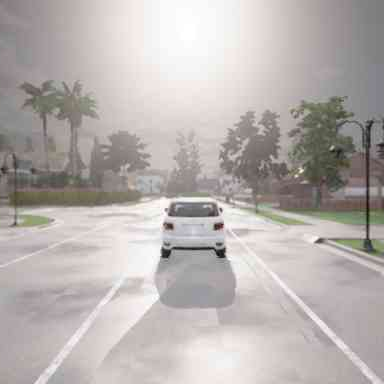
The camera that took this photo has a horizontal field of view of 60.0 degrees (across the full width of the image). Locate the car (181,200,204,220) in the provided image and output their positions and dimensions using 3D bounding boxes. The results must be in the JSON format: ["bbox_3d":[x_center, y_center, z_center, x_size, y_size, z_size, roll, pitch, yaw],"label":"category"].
[{"bbox_3d":[0.072,1.485,29.162,1.837,1.490,4.892,0,1,0],"label":"car"}]

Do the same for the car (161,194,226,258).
[{"bbox_3d":[0.065,1.214,12.938,2.150,2.045,5.566,0,0,0],"label":"car"}]

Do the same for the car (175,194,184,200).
[{"bbox_3d":[-3.493,1.358,93.066,2.128,1.511,4.902,0,0,0],"label":"car"}]

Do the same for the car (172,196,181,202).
[{"bbox_3d":[-3.494,1.538,77.711,1.895,1.301,4.718,0,0,0],"label":"car"}]
